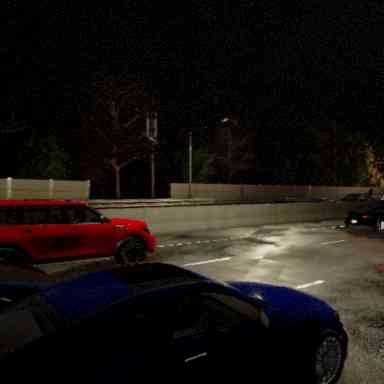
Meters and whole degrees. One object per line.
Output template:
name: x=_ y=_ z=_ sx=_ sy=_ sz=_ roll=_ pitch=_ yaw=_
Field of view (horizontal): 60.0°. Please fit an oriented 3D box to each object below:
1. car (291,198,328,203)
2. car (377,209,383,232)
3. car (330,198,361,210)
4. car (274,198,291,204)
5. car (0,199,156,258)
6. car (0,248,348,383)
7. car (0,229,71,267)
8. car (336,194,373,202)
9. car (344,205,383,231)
car: x=16.622 y=1.536 z=45.912 sx=5.357 sy=1.411 sz=2.033 roll=0 pitch=0 yaw=-35
car: x=11.138 y=1.586 z=15.993 sx=4.718 sy=1.301 sz=1.895 roll=0 pitch=0 yaw=-36
car: x=20.489 y=1.555 z=44.368 sx=4.181 sy=1.385 sz=1.994 roll=0 pitch=0 yaw=-35
car: x=14.056 y=1.588 z=48.387 sx=4.718 sy=1.301 sz=1.895 roll=0 pitch=0 yaw=-35
car: x=-3.799 y=1.219 z=9.634 sx=5.566 sy=2.045 sz=2.150 roll=0 pitch=0 yaw=-36
car: x=-0.247 y=1.524 z=3.571 sx=4.674 sy=1.442 sz=1.812 roll=0 pitch=0 yaw=-36
car: x=-4.765 y=1.548 z=4.649 sx=5.357 sy=1.411 sz=2.033 roll=0 pitch=0 yaw=-36
car: x=19.127 y=1.208 z=39.123 sx=5.566 sy=2.045 sz=2.150 roll=0 pitch=0 yaw=-35
car: x=11.100 y=1.510 z=20.270 sx=4.674 sy=1.442 sz=1.812 roll=0 pitch=0 yaw=-36
